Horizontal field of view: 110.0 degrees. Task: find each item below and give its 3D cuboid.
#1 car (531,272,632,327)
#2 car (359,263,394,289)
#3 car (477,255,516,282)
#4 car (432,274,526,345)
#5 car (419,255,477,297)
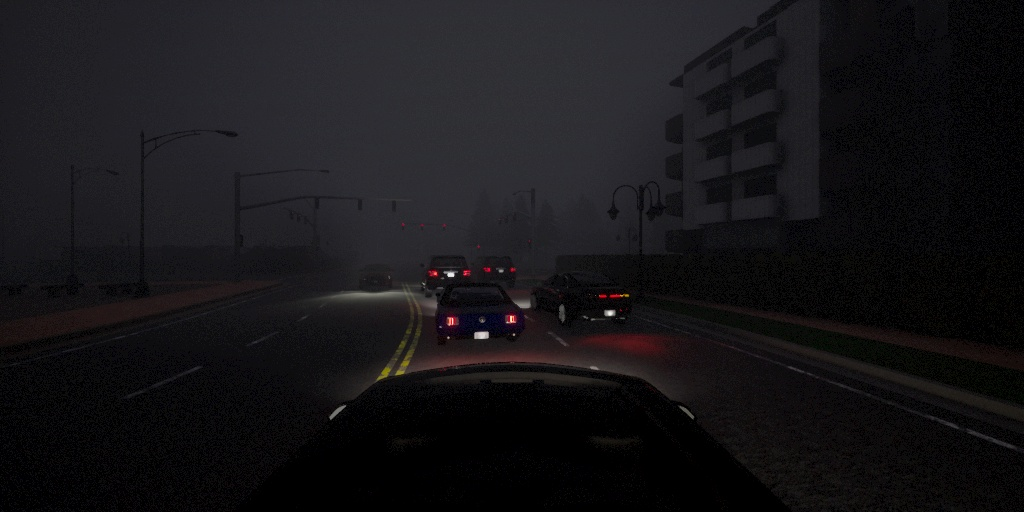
[{"bbox_3d":[1.990,1.252,11.610,1.837,1.490,4.892,0,-1,-13],"label":"car"},{"bbox_3d":[-8.747,1.231,23.255,1.882,1.535,5.008,0,0,-18],"label":"car"},{"bbox_3d":[-1.417,0.972,23.596,2.150,2.045,5.566,0,0,-17],"label":"car"},{"bbox_3d":[-1.078,1.351,9.579,1.895,1.301,4.718,0,0,-12],"label":"car"},{"bbox_3d":[-3.613,0.971,19.013,2.150,2.045,5.566,0,0,-18],"label":"car"}]
